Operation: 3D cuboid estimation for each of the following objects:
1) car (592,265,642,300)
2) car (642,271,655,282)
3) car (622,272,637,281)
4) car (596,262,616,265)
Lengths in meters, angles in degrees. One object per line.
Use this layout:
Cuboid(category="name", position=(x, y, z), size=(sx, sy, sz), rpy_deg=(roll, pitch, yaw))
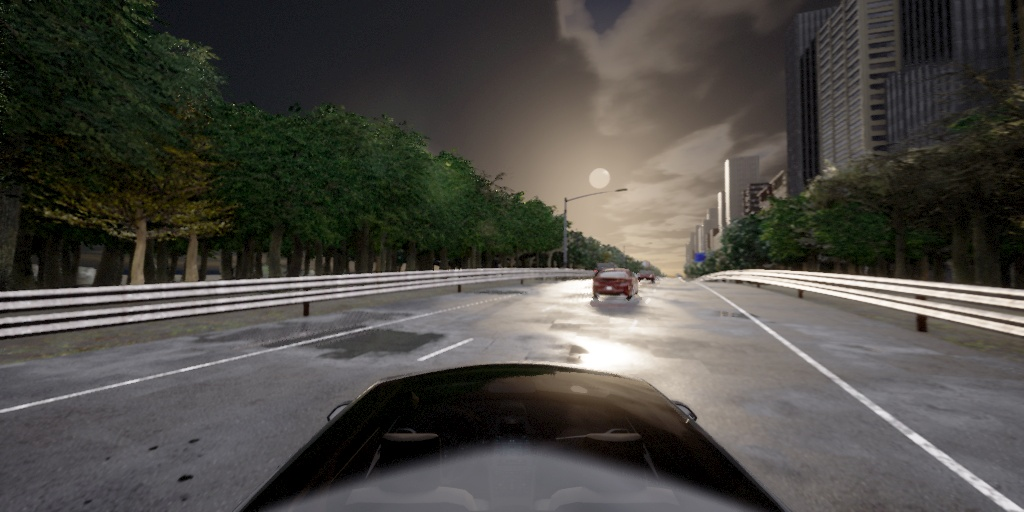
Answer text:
Cuboid(category="car", position=(5.623, 1.421, 19.258), size=(1.882, 1.535, 5.008), rpy_deg=(0, -1, 24))
Cuboid(category="car", position=(15.562, 2.365, 41.577), size=(1.895, 1.301, 4.718), rpy_deg=(0, -3, 24))
Cuboid(category="car", position=(18.957, 3.309, 57.798), size=(1.994, 1.385, 4.181), rpy_deg=(0, -4, 24))
Cuboid(category="car", position=(10.148, 1.756, 38.027), size=(2.150, 2.045, 5.566), rpy_deg=(0, -3, 24))
